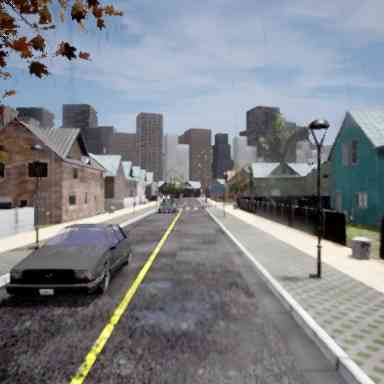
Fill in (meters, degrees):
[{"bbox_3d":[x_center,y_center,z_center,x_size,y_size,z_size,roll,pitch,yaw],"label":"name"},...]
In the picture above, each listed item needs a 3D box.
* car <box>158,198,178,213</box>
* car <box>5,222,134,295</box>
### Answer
[{"bbox_3d":[-2.768,1.549,38.729,2.097,1.767,4.553,0,0,0],"label":"car"},{"bbox_3d":[-2.849,1.578,9.175,2.033,1.411,5.357,0,0,0],"label":"car"}]
